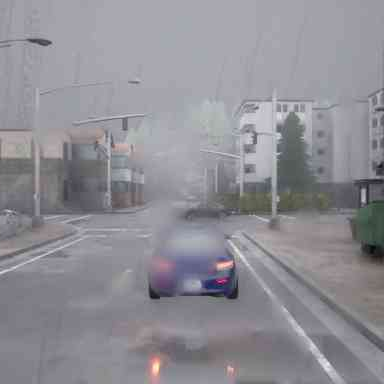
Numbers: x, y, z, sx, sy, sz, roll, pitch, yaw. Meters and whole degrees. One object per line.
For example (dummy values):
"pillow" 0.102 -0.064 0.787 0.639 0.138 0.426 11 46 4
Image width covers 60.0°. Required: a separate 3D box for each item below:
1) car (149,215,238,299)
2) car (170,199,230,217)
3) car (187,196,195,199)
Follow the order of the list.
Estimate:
"car" 0.039 1.526 8.314 1.812 1.442 4.674 0 0 0
"car" 0.656 1.459 25.420 4.892 1.490 1.837 1 -2 -31
"car" -0.152 1.526 66.956 1.812 1.442 4.674 0 0 0
